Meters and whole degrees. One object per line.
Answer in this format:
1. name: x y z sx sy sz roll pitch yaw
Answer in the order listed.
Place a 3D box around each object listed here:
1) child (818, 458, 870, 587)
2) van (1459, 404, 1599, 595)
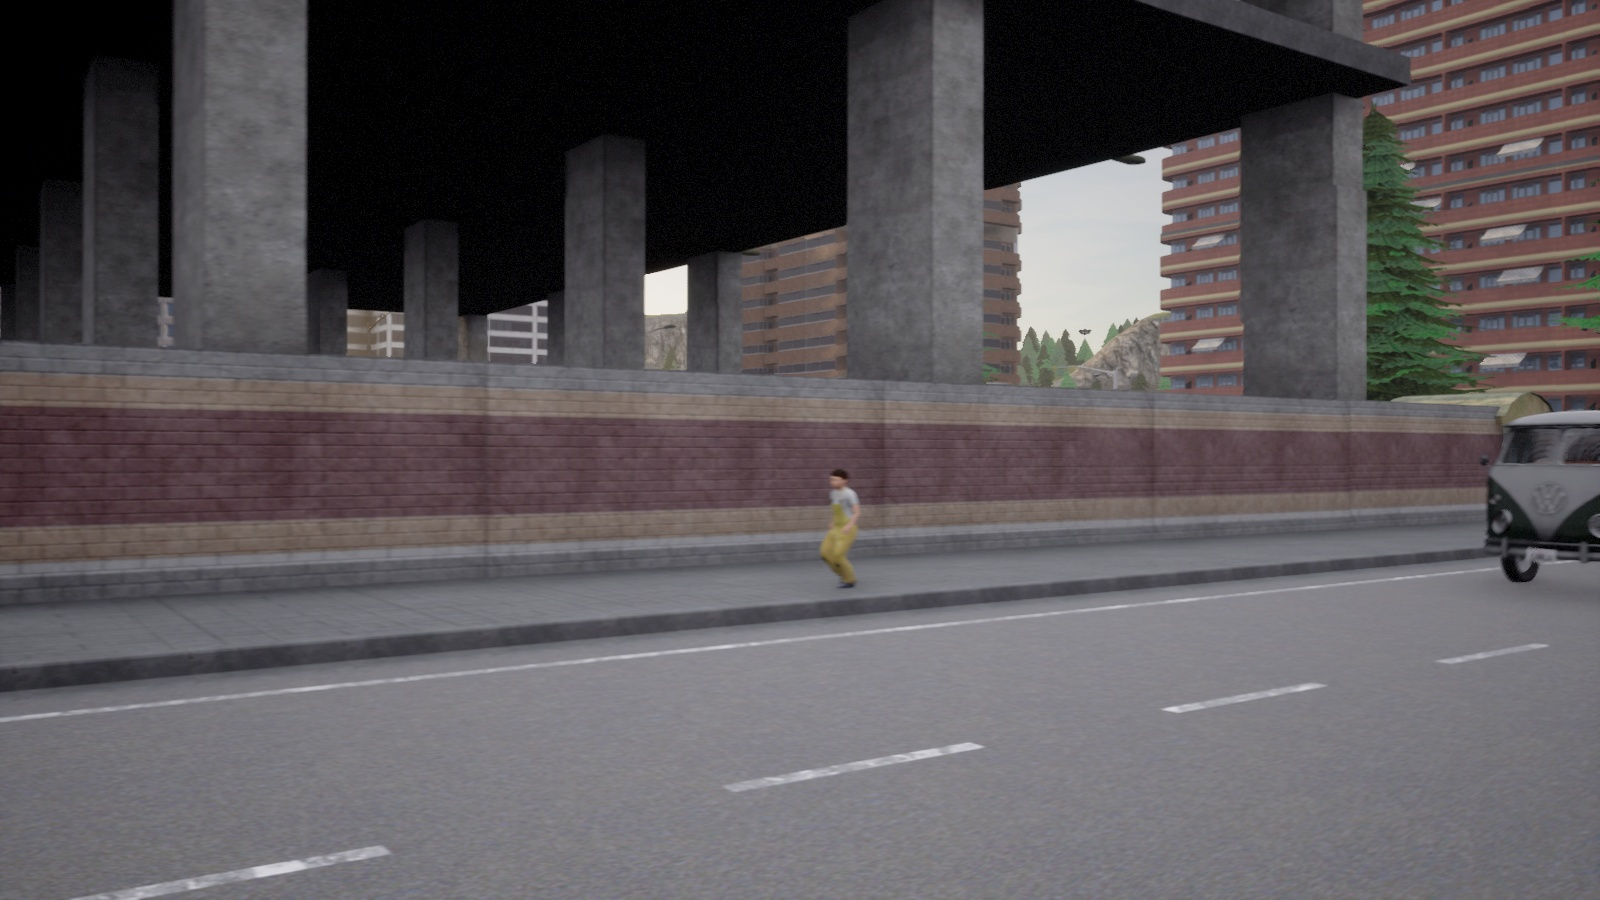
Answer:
1. child: 0.441 0.709 12.506 0.437 1.263 0.270 0 0 -34
2. van: 9.788 0.513 14.737 4.442 1.987 1.775 0 0 -35
